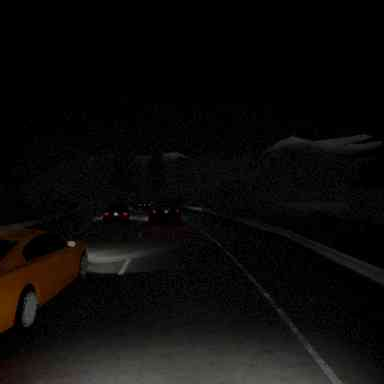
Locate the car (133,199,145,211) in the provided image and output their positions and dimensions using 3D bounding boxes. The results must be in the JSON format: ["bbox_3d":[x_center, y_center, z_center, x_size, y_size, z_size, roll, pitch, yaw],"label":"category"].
[{"bbox_3d":[-6.353,1.570,41.373,2.033,1.411,5.357,0,0,-18],"label":"car"}]

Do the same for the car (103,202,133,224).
[{"bbox_3d":[-5.663,1.563,25.015,2.033,1.411,5.357,0,0,-11],"label":"car"}]

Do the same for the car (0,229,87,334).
[{"bbox_3d":[-3.606,1.484,6.749,1.882,1.535,5.008,0,0,-2],"label":"car"}]

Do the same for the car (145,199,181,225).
[{"bbox_3d":[-2.116,1.365,24.605,2.097,1.767,4.553,0,0,-10],"label":"car"}]
